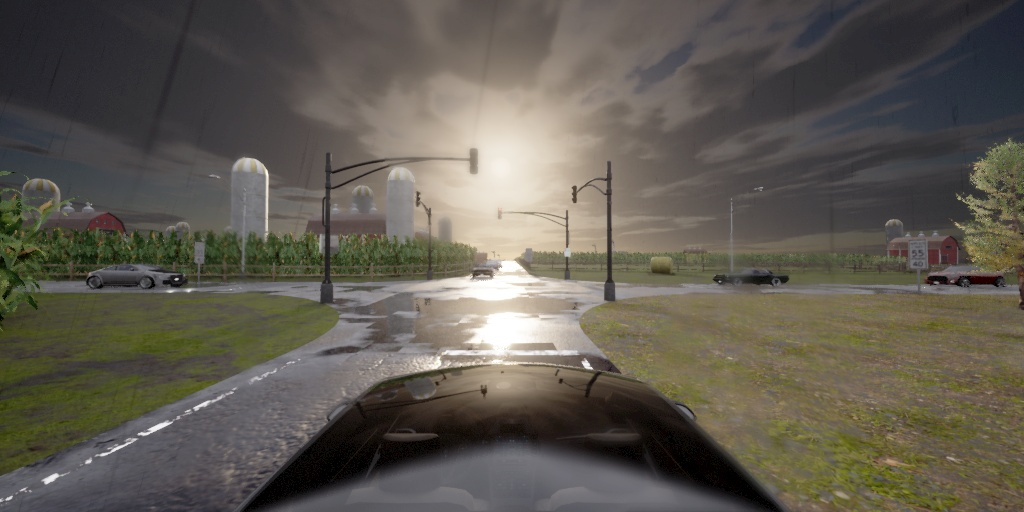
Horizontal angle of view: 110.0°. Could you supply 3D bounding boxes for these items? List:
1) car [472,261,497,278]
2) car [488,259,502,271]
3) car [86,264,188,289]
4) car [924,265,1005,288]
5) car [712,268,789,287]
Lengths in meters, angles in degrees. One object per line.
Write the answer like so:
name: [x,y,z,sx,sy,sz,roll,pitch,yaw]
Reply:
car: [-2.686,1.375,33.859,1.895,1.301,4.718,0,0,0]
car: [-2.835,1.323,51.034,1.812,1.442,4.674,0,0,0]
car: [-20.960,1.117,20.166,4.181,1.385,1.994,0,-1,-3]
car: [34.671,1.480,27.569,4.553,1.767,2.097,1,-1,-4]
car: [17.410,1.566,26.318,4.718,1.301,1.895,1,-1,-4]
